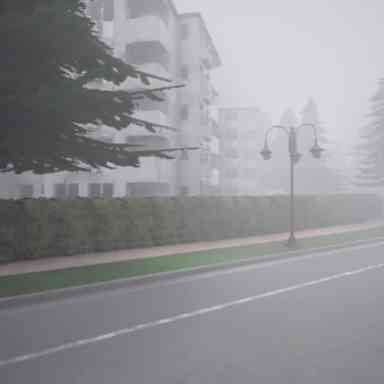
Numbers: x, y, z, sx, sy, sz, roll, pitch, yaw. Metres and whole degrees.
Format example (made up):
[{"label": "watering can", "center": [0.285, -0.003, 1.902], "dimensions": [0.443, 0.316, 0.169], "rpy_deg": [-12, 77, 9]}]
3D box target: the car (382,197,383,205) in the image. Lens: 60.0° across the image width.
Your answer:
[{"label": "car", "center": [30.040, 1.522, 53.210], "dimensions": [1.882, 1.535, 5.008], "rpy_deg": [0, 0, -3]}]
